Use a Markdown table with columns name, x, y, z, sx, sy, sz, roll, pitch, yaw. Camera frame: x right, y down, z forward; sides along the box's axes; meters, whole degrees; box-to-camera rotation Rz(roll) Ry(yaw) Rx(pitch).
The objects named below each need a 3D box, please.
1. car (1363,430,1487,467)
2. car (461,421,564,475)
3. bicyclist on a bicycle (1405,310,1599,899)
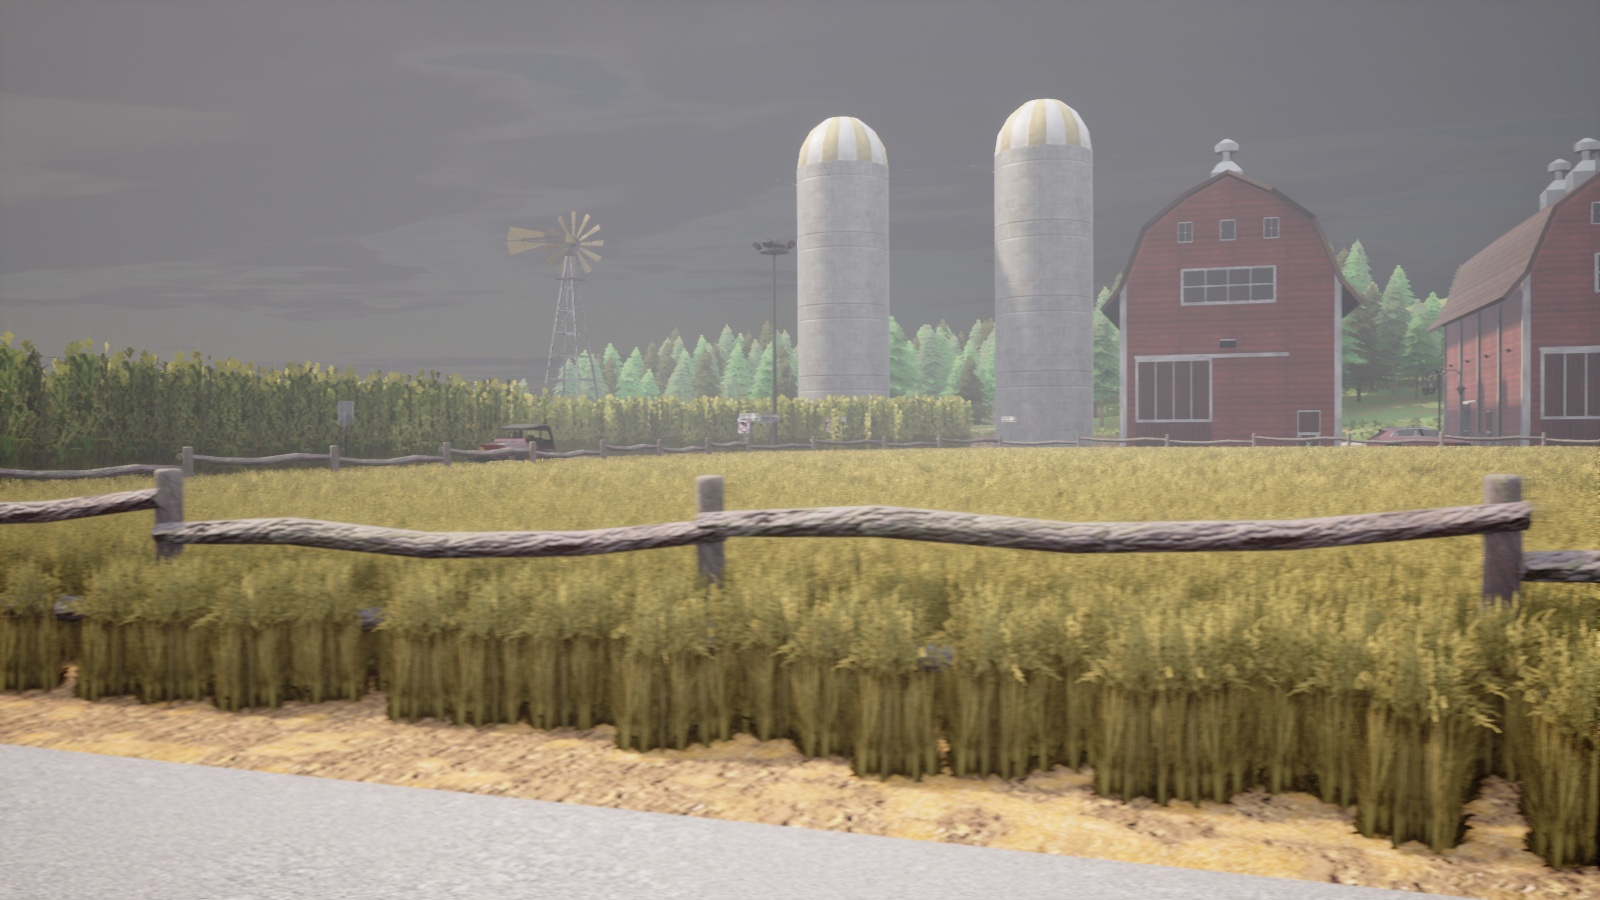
| name | x | y | z | sx | sy | sz | roll | pitch | yaw |
| --- | --- | --- | --- | --- | --- | --- | --- | --- | --- |
| car | 28.815 | -0.070 | 58.056 | 4.856 | 1.649 | 2.033 | 0 | 1 | 15 |
| car | -10.398 | -0.085 | 45.749 | 1.905 | 1.878 | 3.866 | 0 | 1 | 19 |
| bicyclist on a bicycle | 2.064 | 0.673 | 2.074 | 1.843 | 1.776 | 0.659 | 1 | 1 | 19 |
